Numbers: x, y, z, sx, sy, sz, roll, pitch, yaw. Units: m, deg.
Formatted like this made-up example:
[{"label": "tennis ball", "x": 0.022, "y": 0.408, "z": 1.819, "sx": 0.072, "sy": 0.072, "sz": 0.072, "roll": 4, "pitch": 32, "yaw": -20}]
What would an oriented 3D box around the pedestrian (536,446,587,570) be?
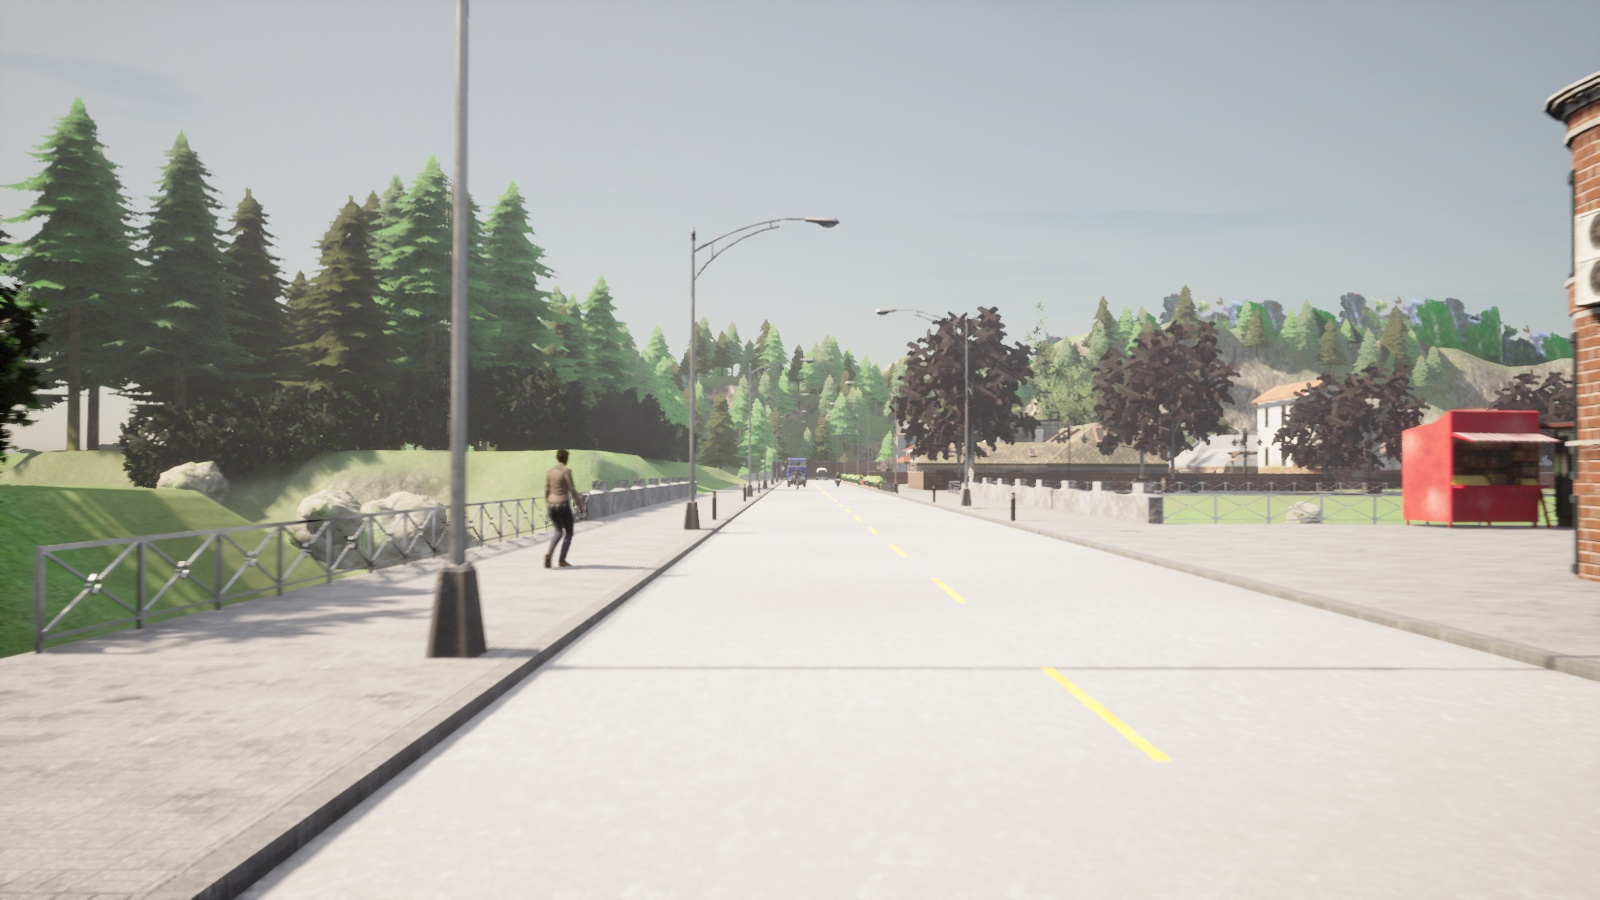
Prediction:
[{"label": "pedestrian", "x": -3.549, "y": 0.851, "z": 18.716, "sx": 0.328, "sy": 1.805, "sz": 0.869, "roll": -1, "pitch": -1, "yaw": 22}]
